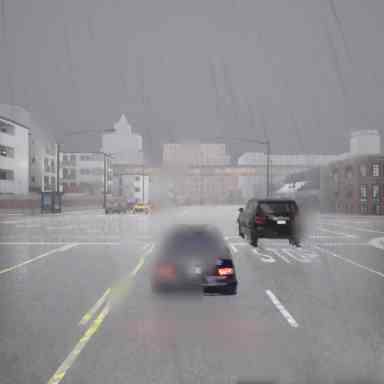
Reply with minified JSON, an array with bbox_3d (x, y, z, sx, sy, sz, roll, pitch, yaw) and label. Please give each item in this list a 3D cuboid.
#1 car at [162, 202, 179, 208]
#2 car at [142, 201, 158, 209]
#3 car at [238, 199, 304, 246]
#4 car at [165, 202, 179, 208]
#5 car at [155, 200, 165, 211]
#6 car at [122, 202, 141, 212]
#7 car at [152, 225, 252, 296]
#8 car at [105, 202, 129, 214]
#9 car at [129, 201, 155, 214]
[{"bbox_3d":[-4.964,2.925,77.977,1.895,1.301,4.718,-1,-1,25],"label":"car"},{"bbox_3d":[-8.456,2.627,67.629,1.837,1.490,4.892,0,-2,10],"label":"car"},{"bbox_3d":[3.562,1.337,15.926,2.150,2.045,5.566,0,-1,0],"label":"car"},{"bbox_3d":[-4.601,2.752,69.175,1.895,1.301,4.718,0,-1,14],"label":"car"},{"bbox_3d":[-6.144,2.189,53.686,2.097,1.767,4.553,0,-1,4],"label":"car"},{"bbox_3d":[-9.698,2.360,53.562,1.812,1.442,4.674,0,-1,5],"label":"car"},{"bbox_3d":[0.059,1.589,8.881,2.033,1.411,5.357,0,0,0],"label":"car"},{"bbox_3d":[-10.132,2.175,44.473,1.812,1.442,4.674,0,-1,3],"label":"car"},{"bbox_3d":[-6.616,2.132,44.715,1.882,1.535,5.008,0,-1,3],"label":"car"}]
